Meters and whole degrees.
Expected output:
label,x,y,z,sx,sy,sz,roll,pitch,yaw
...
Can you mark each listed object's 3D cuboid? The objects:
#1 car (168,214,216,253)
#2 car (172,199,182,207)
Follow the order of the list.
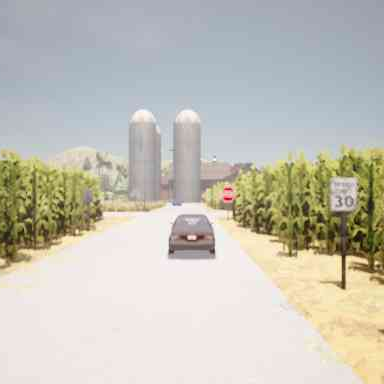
label,x,y,z,sx,sy,sz,roll,pitch,yaw
car,-0.003,1.615,13.988,2.033,1.411,5.357,0,0,0
car,-3.122,2.251,68.803,1.882,1.535,5.008,0,-1,0
